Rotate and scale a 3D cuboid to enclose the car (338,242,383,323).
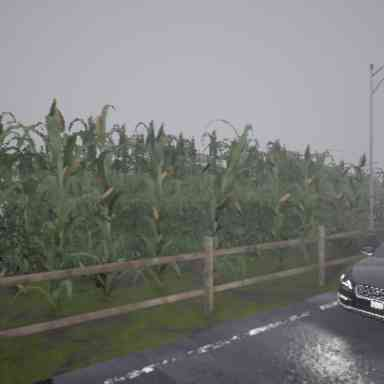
[{"bbox_3d":[4.850,1.536,6.677,4.892,1.490,1.837,0,0,-37],"label":"car"}]
